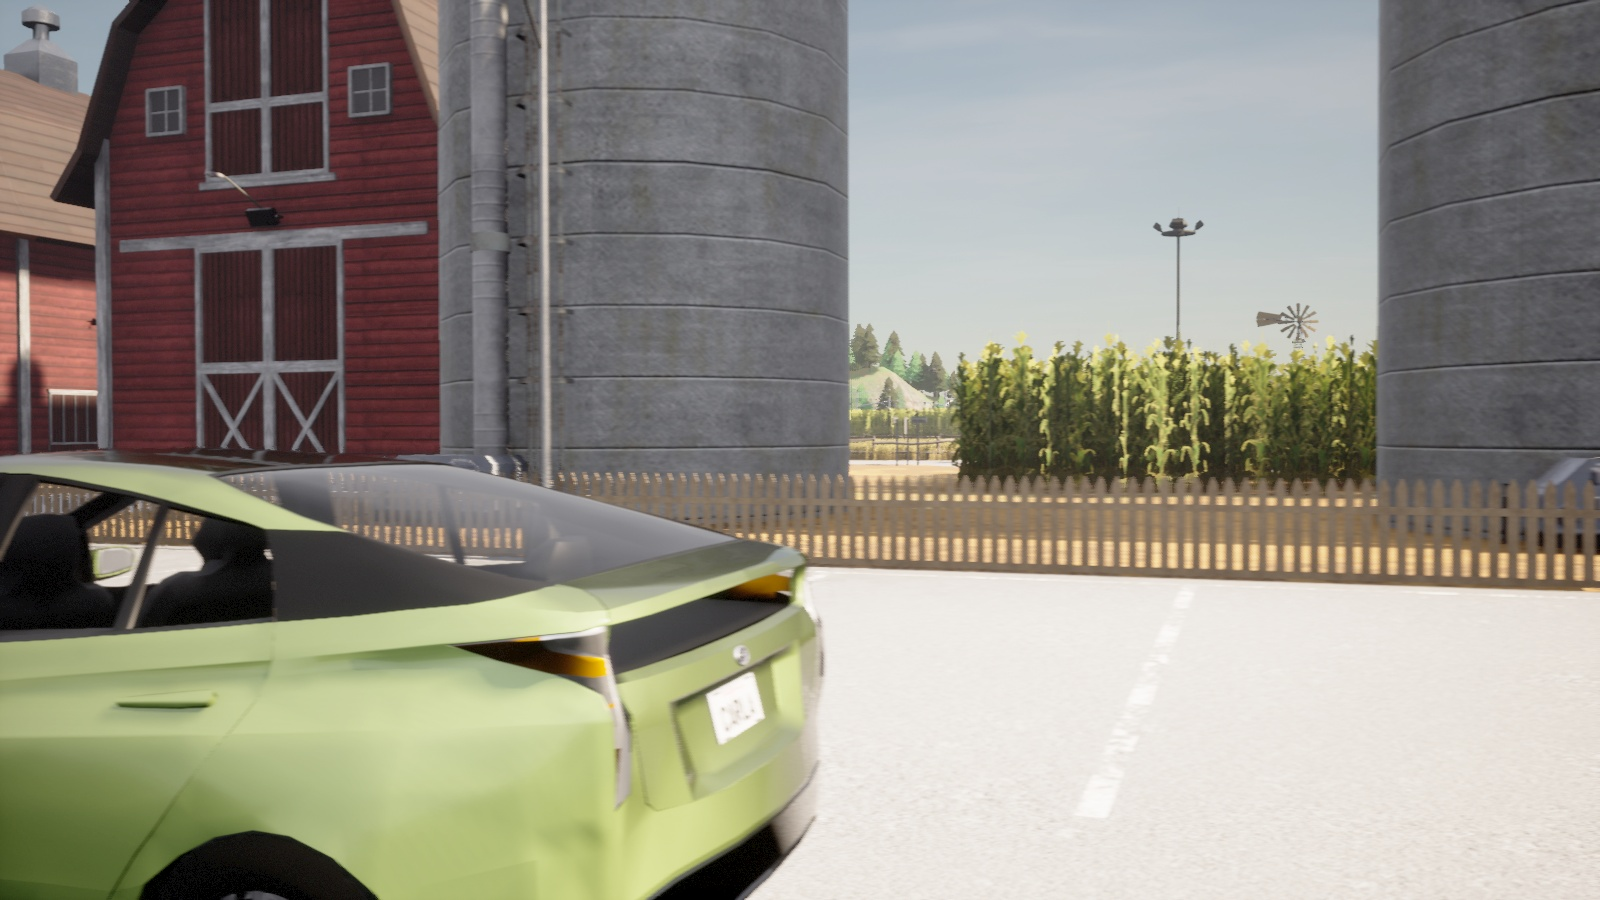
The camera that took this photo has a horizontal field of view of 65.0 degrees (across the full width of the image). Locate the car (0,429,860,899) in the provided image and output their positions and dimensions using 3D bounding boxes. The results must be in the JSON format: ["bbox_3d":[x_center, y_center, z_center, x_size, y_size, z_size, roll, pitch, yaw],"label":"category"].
[{"bbox_3d":[-2.261,0.702,3.953,4.514,1.525,2.007,1,1,19],"label":"car"}]
